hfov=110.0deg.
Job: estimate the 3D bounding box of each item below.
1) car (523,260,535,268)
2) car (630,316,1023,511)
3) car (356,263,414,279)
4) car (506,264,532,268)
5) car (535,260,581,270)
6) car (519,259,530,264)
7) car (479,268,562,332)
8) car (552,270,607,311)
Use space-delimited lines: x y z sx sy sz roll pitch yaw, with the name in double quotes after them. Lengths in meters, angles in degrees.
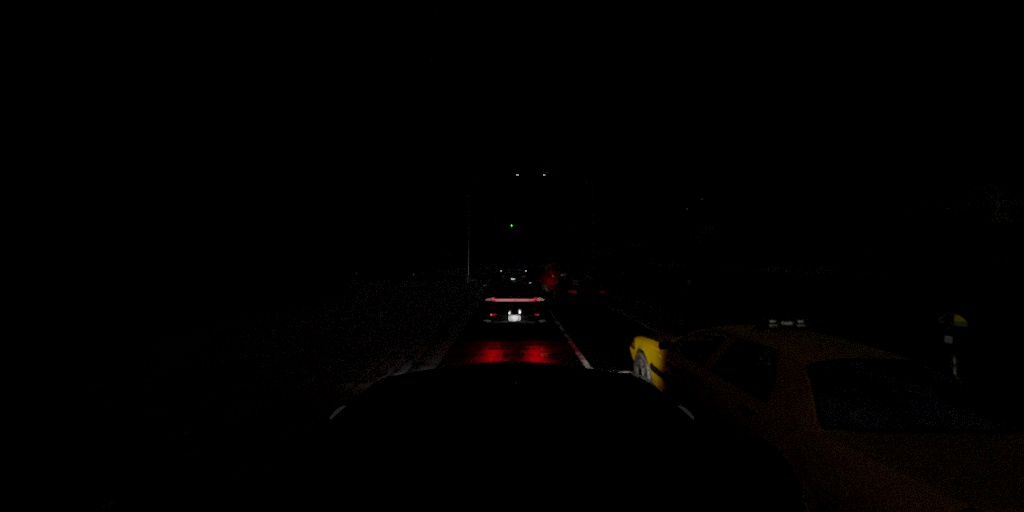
2.715 1.562 46.361 1.888 1.381 4.507 0 0 0 "car"
2.642 1.285 3.755 1.751 1.417 4.829 0 0 0 "car"
-11.137 1.373 31.535 4.902 1.511 2.128 0 -1 0 "car"
0.102 1.438 24.790 1.994 1.385 4.181 0 0 0 "car"
2.670 1.161 19.932 2.192 1.841 5.009 0 0 0 "car"
2.743 1.685 62.671 1.888 1.381 4.507 0 0 0 "car"
0.086 1.289 11.067 2.128 1.511 4.902 0 0 0 "car"
2.660 1.397 14.483 1.802 1.307 4.207 0 0 0 "car"
